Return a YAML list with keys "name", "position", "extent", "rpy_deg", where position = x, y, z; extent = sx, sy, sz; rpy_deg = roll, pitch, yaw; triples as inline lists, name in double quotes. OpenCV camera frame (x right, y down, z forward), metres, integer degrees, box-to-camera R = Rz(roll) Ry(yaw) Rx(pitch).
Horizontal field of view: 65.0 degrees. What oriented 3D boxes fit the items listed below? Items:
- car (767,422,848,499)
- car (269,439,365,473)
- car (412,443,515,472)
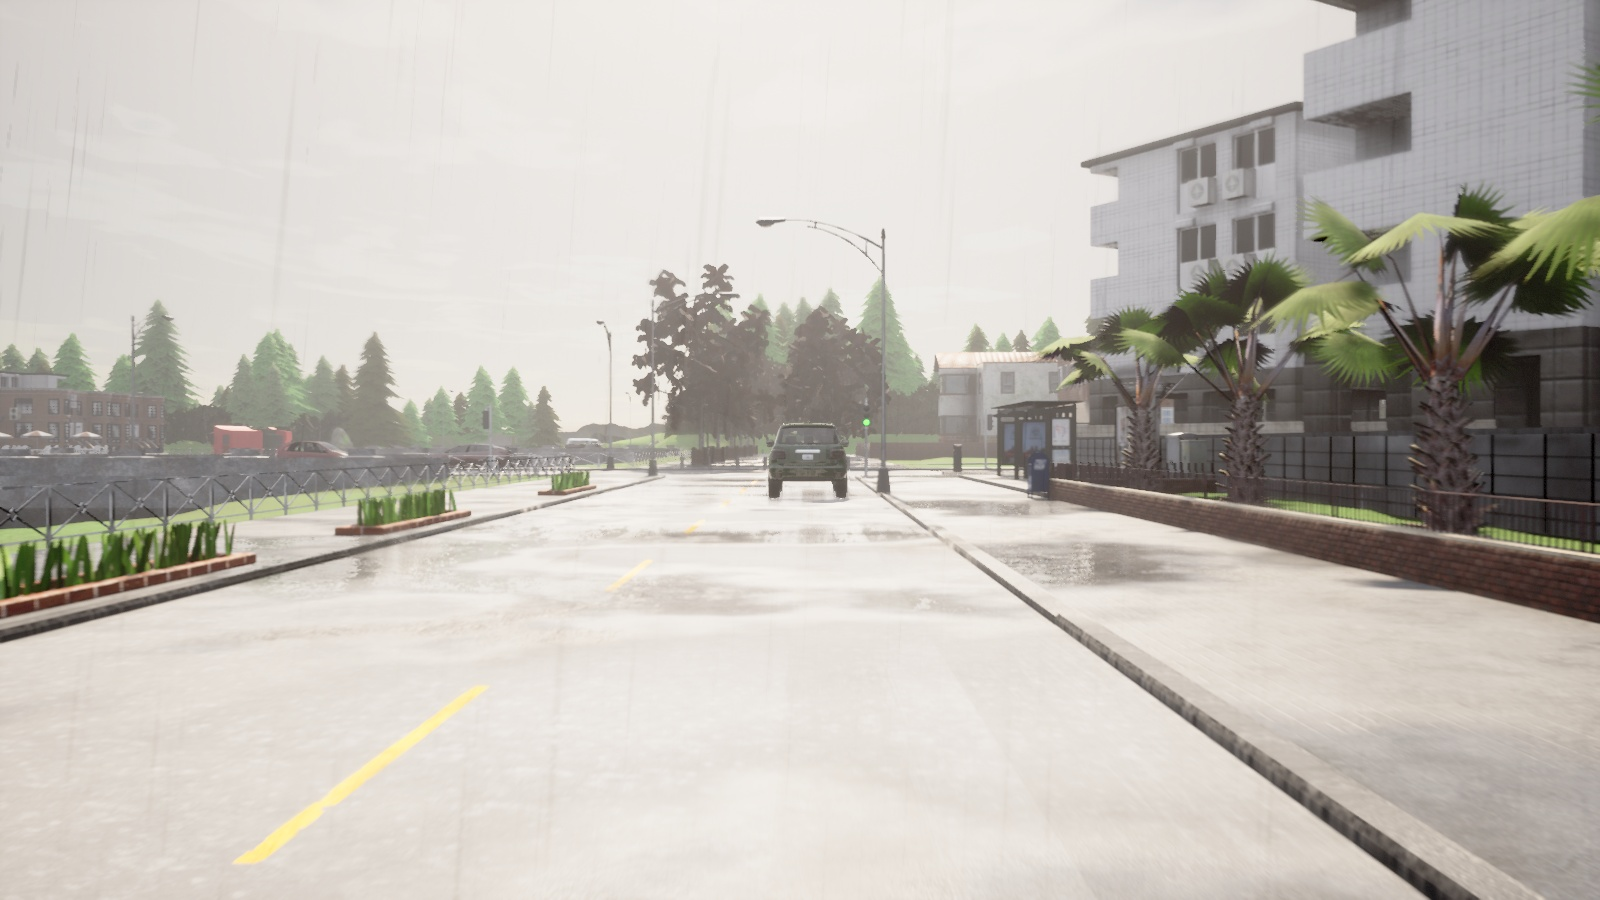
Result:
- name: "car"
  position: [0.223, 0.263, 36.018]
  extent: [2.150, 2.045, 5.566]
  rpy_deg: [0, 0, 0]
- name: "car"
  position: [-23.690, 0.278, 61.646]
  extent: [3.988, 1.617, 1.851]
  rpy_deg: [0, 0, 0]
- name: "car"
  position: [-17.522, 0.362, 65.631]
  extent: [4.792, 1.488, 2.163]
  rpy_deg: [0, 0, 0]
